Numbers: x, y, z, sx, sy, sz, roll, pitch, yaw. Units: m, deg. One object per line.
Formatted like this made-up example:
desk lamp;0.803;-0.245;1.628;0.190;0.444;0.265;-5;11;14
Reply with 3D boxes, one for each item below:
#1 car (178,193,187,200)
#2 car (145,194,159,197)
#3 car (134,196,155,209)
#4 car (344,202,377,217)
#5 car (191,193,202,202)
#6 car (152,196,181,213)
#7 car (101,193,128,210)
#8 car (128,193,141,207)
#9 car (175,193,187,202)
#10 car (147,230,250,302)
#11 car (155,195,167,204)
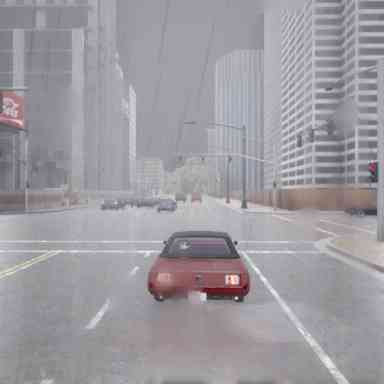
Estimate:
car;-2.390;1.184;83.979;2.097;1.767;4.553;0;0;1
car;-6.349;1.564;56.767;1.994;1.385;4.181;0;0;0
car;-6.489;1.601;46.764;1.895;1.301;4.718;0;0;1
car;16.512;1.601;30.358;4.718;1.301;1.895;0;0;0
car;0.966;1.216;73.292;2.150;2.045;5.566;0;0;1
car;-2.812;1.547;37.627;2.033;1.411;5.357;0;0;2
car;-10.049;1.352;42.383;2.097;1.767;4.553;0;0;1
car;-9.900;1.221;51.965;2.150;2.045;5.566;0;0;1
car;-2.533;1.216;73.339;2.150;2.045;5.566;0;0;1
car;0.206;1.601;8.219;1.895;1.301;4.718;0;0;2
car;-6.136;1.477;67.215;1.882;1.535;5.008;0;0;1
